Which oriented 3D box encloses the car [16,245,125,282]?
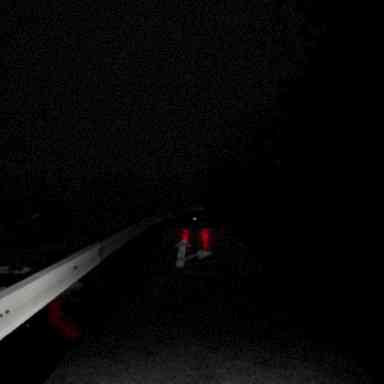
[{"bbox_3d":[-6.898,4.261,18.463,5.566,2.045,2.435,2,-4,-20],"label":"car"}]

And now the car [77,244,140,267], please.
[{"bbox_3d":[-6.937,5.190,27.484,4.792,1.488,2.163,2,-4,-20],"label":"car"}]

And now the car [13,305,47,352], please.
[{"bbox_3d":[-6.861,3.893,9.395,4.792,1.488,2.163,2,-4,-20],"label":"car"}]

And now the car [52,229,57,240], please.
[{"bbox_3d":[-23.935,6.919,51.674,4.792,1.488,2.163,1,-5,-20],"label":"car"}]

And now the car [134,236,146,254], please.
[{"bbox_3d":[-6.947,5.251,30.512,4.553,1.767,2.185,2,-5,-20],"label":"car"}]

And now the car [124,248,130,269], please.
[{"bbox_3d":[-7.055,4.719,21.400,5.366,1.575,1.946,2,-4,-20],"label":"car"}]

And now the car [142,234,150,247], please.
[{"bbox_3d":[-6.967,5.467,33.533,4.553,1.767,2.185,2,-5,-20],"label":"car"}]

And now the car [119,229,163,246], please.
[{"bbox_3d":[-6.998,6.202,45.580,5.566,2.045,2.435,2,-4,-20],"label":"car"}]

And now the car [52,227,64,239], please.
[{"bbox_3d":[-23.988,6.847,54.604,5.566,2.045,2.435,1,-4,-20],"label":"car"}]

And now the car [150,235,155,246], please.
[{"bbox_3d":[-6.936,5.809,36.537,4.892,1.521,2.231,2,-4,-20],"label":"car"}]

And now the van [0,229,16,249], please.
[{"bbox_3d":[-24.015,5.818,39.819,4.442,1.987,1.878,1,-4,-20],"label":"van"}]

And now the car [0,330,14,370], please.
[{"bbox_3d":[-6.842,3.397,6.399,5.566,2.045,2.435,2,-4,-20],"label":"car"}]

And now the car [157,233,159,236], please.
[{"bbox_3d":[-6.933,6.115,42.581,4.553,1.767,2.185,2,-4,-20],"label":"car"}]

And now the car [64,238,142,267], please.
[{"bbox_3d":[-6.864,4.696,24.510,5.566,2.045,2.435,2,-5,-20],"label":"car"}]

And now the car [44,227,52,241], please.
[{"bbox_3d":[-23.918,6.427,48.735,5.566,2.045,2.435,1,-5,-20],"label":"car"}]

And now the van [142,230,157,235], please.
[{"bbox_3d":[-6.845,5.803,39.613,4.442,1.987,1.878,2,-5,-20],"label":"van"}]

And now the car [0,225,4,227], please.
[{"bbox_3d":[-39.700,7.796,67.874,2.435,2.045,5.566,1,-4,-19],"label":"car"}]

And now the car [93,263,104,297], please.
[{"bbox_3d":[-6.871,4.298,15.446,4.892,1.521,2.231,2,-5,-20],"label":"car"}]

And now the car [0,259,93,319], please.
[{"bbox_3d":[-6.812,3.831,12.451,5.566,2.045,2.435,2,-5,-20],"label":"car"}]

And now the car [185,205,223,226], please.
[{"bbox_3d":[0.847,1.707,24.239,1.812,1.442,4.674,-2,-3,17],"label":"car"}]

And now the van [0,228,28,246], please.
[{"bbox_3d":[-24.027,6.029,42.771,4.442,1.987,1.878,1,-4,-20],"label":"van"}]

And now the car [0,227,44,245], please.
[{"bbox_3d":[-23.908,6.217,45.783,5.566,2.045,2.435,1,-5,-20],"label":"car"}]
